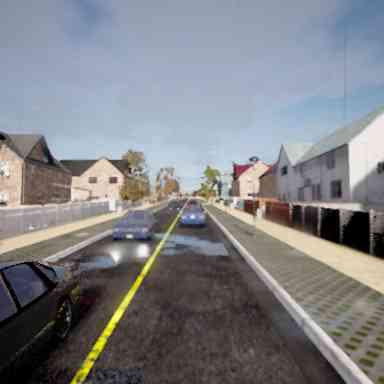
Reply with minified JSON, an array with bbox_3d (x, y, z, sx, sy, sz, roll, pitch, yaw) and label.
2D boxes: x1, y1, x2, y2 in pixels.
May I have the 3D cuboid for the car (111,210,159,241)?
[{"bbox_3d":[-2.832,1.656,17.809,2.033,1.411,5.357,0,0,0],"label":"car"}]

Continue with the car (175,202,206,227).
[{"bbox_3d":[0.057,1.692,24.176,2.033,1.411,5.357,0,0,0],"label":"car"}]

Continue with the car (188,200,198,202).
[{"bbox_3d":[0.074,1.778,42.203,1.812,1.442,4.674,0,0,0],"label":"car"}]

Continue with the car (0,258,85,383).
[{"bbox_3d":[-2.847,1.572,3.781,2.033,1.411,5.357,0,0,0],"label":"car"}]

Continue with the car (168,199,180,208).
[{"bbox_3d":[-2.821,1.889,53.975,1.994,1.385,4.181,0,0,0],"label":"car"}]
